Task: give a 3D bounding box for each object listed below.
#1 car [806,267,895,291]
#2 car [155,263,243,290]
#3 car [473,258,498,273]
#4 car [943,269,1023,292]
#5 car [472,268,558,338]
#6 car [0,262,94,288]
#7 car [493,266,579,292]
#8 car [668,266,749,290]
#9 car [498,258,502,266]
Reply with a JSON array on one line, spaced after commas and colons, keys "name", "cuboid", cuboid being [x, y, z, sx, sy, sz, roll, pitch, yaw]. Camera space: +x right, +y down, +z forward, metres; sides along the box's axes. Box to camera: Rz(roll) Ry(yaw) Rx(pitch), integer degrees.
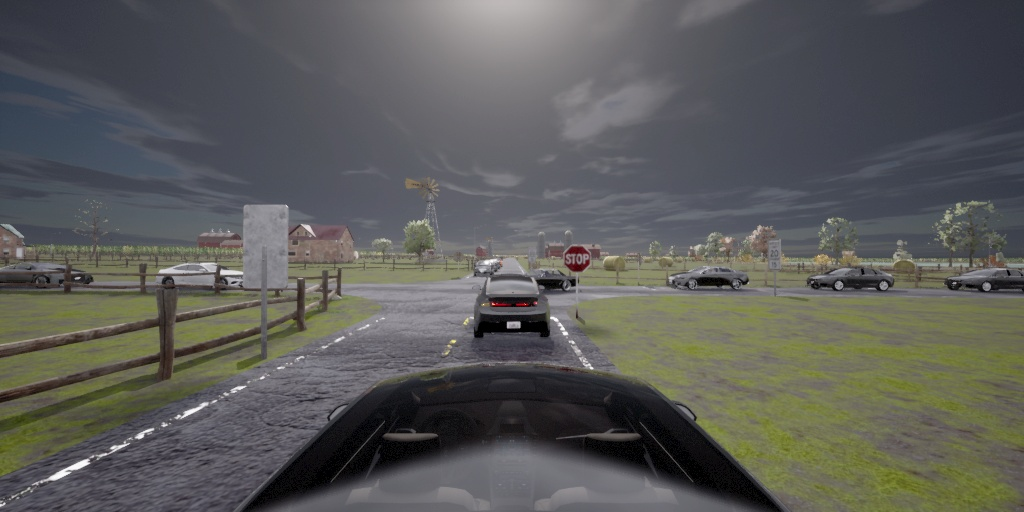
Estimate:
[{"name": "car", "cuboid": [22.213, 1.499, 23.657, 4.892, 1.490, 1.837, 1, -1, -1]}, {"name": "car", "cuboid": [-17.233, 1.103, 20.192, 4.674, 1.442, 1.812, 1, -1, -1]}, {"name": "car", "cuboid": [-2.838, 1.243, 36.913, 2.128, 1.511, 4.902, 0, 0, 0]}, {"name": "car", "cuboid": [31.716, 1.587, 23.772, 4.892, 1.490, 1.837, 1, -1, -1]}, {"name": "car", "cuboid": [-0.069, 1.256, 10.225, 1.837, 1.490, 4.892, 0, 0, -3]}, {"name": "car", "cuboid": [-26.353, 1.048, 20.076, 4.181, 1.385, 1.994, 1, -1, -1]}, {"name": "car", "cuboid": [1.510, 1.369, 20.270, 4.718, 1.301, 1.895, 1, 0, -35]}, {"name": "car", "cuboid": [12.811, 1.397, 23.491, 4.902, 1.511, 2.128, 1, -1, -2]}, {"name": "car", "cuboid": [-2.825, 1.241, 46.359, 2.128, 1.511, 4.902, 0, 0, 0]}]
